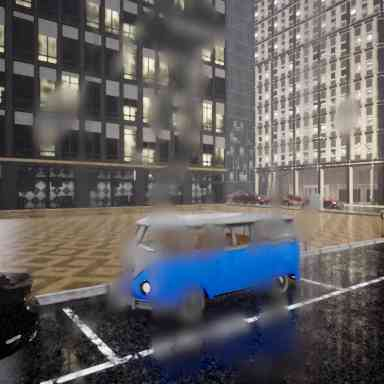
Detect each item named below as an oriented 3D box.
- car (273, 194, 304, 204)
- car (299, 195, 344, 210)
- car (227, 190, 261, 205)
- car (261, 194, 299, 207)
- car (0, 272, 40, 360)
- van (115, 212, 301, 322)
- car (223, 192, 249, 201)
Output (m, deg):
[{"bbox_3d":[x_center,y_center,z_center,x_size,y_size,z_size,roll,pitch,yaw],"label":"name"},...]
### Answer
[{"bbox_3d":[14.344,0.988,49.609,1.802,1.307,4.206,1,0,-36],"label":"car"},{"bbox_3d":[14.083,1.073,35.615,1.967,1.590,4.097,1,0,-36],"label":"car"},{"bbox_3d":[7.582,0.733,44.669,2.192,1.841,5.009,1,0,-36],"label":"car"},{"bbox_3d":[10.827,1.107,40.143,1.802,1.307,4.206,1,0,-36],"label":"car"},{"bbox_3d":[-4.087,1.551,3.642,4.403,1.369,2.008,0,0,-36],"label":"car"},{"bbox_3d":[0.508,1.341,6.928,3.998,1.788,1.690,0,0,-36],"label":"van"},{"bbox_3d":[7.740,0.713,58.806,1.752,1.417,4.829,1,0,-36],"label":"car"}]
